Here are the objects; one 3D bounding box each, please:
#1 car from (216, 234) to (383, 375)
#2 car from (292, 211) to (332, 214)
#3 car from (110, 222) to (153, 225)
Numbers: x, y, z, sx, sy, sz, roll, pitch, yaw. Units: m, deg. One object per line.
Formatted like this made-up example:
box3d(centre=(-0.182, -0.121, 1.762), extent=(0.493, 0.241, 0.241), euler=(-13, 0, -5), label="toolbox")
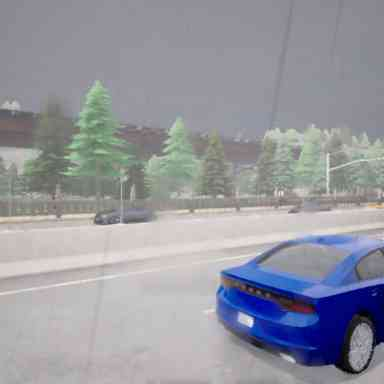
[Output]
box3d(centre=(2.699, 1.473, 5.670), extent=(5.008, 1.535, 1.882), euler=(0, 0, -35), label="car")
box3d(centre=(10.107, 1.543, 28.281), extent=(4.181, 1.385, 1.994), euler=(0, 0, -35), label="car")
box3d(centre=(-4.393, 1.552, 22.341), extent=(4.181, 1.385, 1.994), euler=(0, 0, -35), label="car")
